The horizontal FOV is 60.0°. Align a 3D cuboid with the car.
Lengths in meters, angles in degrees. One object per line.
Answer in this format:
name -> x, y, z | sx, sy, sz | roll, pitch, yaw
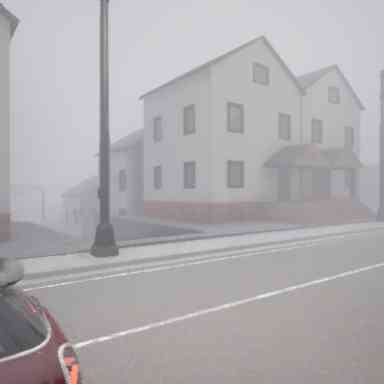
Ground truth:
car -> -2.992, 1.357, 1.856 | 4.553, 1.767, 2.097 | 0, 0, -35
